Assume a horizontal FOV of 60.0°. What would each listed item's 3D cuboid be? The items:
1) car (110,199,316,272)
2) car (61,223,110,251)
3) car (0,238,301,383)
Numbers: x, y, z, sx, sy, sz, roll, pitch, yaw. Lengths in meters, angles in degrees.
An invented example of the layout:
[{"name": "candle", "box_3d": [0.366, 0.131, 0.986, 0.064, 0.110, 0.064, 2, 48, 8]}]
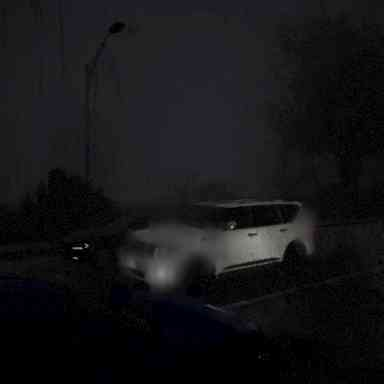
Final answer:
[{"name": "car", "box_3d": [0.943, 1.219, 8.881, 5.566, 2.045, 2.150, 0, 0, -35]}, {"name": "car", "box_3d": [-1.769, 1.473, 11.249, 5.008, 1.535, 1.882, 0, 0, -35]}, {"name": "car", "box_3d": [-1.533, 1.476, 2.618, 5.008, 1.535, 1.882, 0, 0, -35]}]
